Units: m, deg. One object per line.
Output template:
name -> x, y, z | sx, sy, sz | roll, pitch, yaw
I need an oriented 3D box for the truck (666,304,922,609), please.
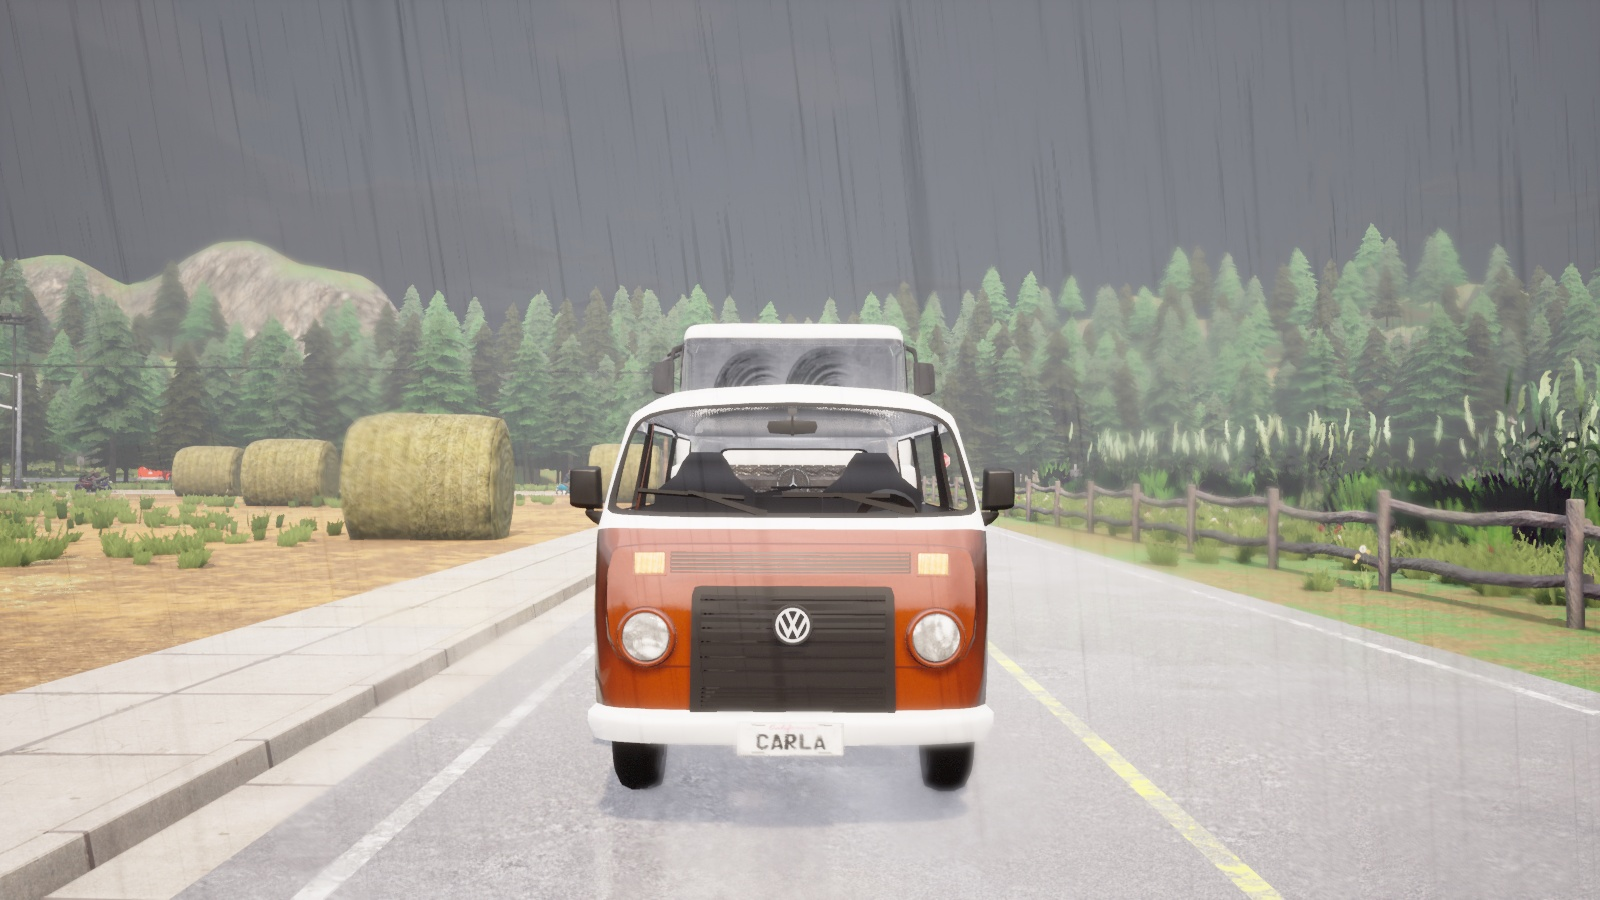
truck -> -0.089, 0.139, 18.252 | 2.891, 3.462, 7.936 | 0, -1, 0

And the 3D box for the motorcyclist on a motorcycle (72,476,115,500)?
motorcyclist on a motorcycle -> -44.225, 2.378, 78.594 | 2.191, 1.530, 0.866 | 0, -1, -3

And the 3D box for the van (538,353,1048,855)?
van -> -0.037, 0.662, 7.364 | 2.069, 2.038, 4.480 | 0, -1, 0
